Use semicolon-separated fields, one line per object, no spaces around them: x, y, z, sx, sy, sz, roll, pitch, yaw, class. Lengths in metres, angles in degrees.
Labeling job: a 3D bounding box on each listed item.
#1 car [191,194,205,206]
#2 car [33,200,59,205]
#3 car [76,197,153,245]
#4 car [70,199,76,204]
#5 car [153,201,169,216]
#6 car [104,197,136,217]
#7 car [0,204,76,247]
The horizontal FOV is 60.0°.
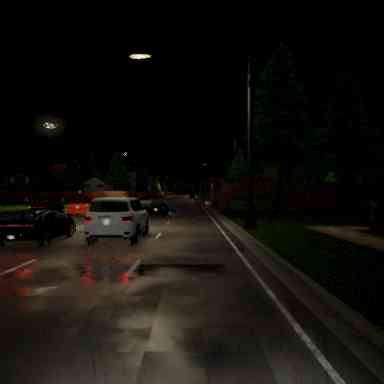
1.226;1.560;57.055;1.801;1.575;5.366;0;0;0;car
-14.076;1.565;32.599;1.837;1.490;4.892;0;0;0;car
-3.400;1.251;15.888;2.150;2.045;5.566;0;0;0;car
-10.399;1.412;32.257;2.097;1.767;4.553;0;0;0;car
-3.399;1.625;33.090;1.994;1.385;4.181;0;0;0;car
-6.899;1.411;32.247;2.097;1.767;4.553;0;0;0;car
-6.899;1.520;15.152;2.128;1.511;4.902;0;0;0;car
